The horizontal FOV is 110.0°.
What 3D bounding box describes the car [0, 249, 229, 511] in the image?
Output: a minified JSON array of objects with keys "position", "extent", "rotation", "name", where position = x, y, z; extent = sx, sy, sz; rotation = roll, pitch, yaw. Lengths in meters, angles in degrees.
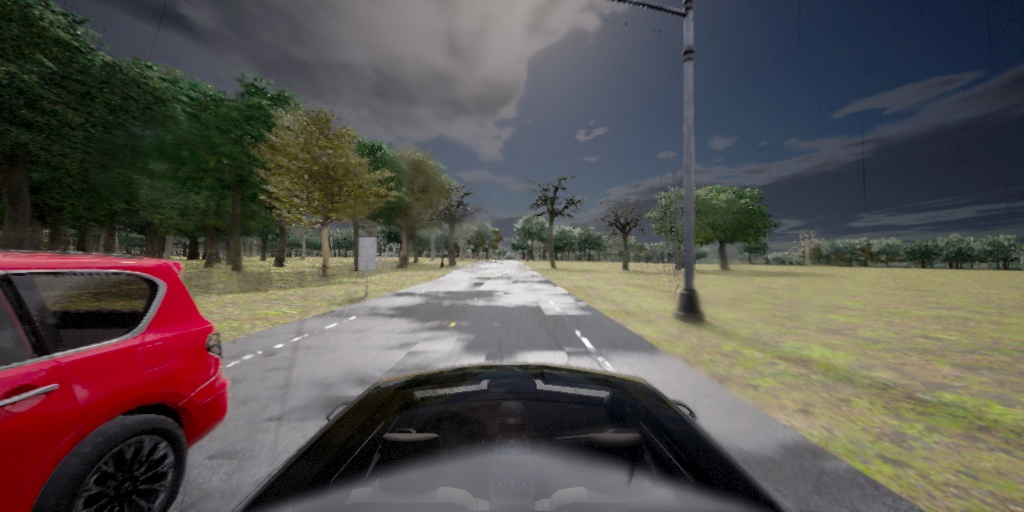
[{"position":[-3.598,0.968,0.863],"extent":[2.150,2.045,5.566],"rotation":[0,-1,0],"name":"car"}]
